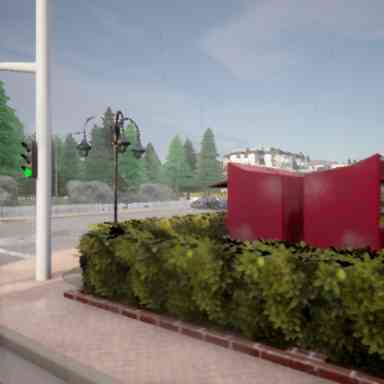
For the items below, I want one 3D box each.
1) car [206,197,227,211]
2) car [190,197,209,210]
[{"bbox_3d":[4.069,1.649,41.541,1.994,1.385,4.181,0,0,36],"label":"car"},{"bbox_3d":[1.756,1.443,44.309,2.097,1.767,4.553,0,0,36],"label":"car"}]
